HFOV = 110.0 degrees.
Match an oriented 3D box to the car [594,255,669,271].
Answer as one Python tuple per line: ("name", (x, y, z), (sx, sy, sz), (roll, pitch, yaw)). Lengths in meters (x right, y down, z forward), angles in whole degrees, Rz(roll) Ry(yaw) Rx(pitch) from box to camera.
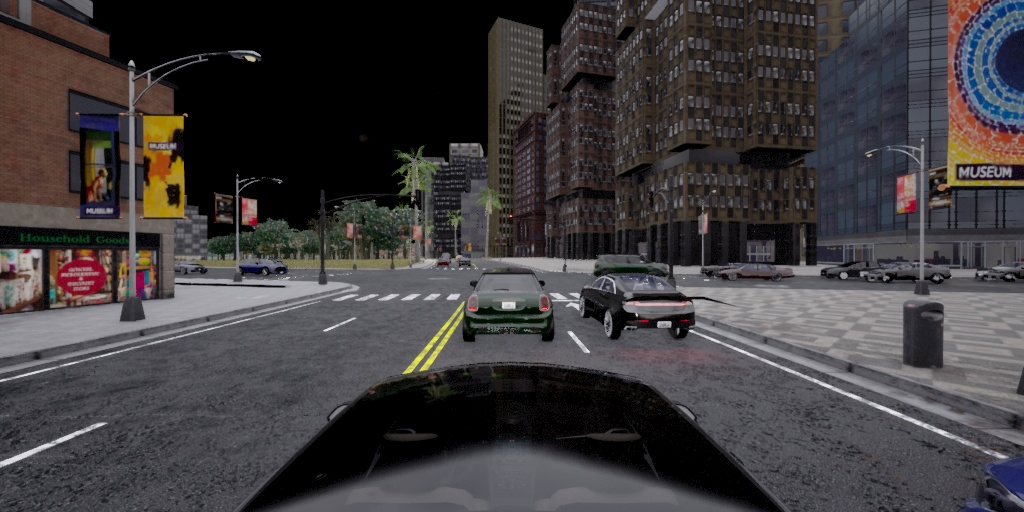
("car", (9.006, 0.917, 27.260), (5.566, 2.045, 2.150), (0, 1, 21))

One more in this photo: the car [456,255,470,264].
("car", (-7.371, 0.954, 55.479), (2.033, 1.411, 5.357), (0, 1, -12))

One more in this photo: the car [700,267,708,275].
("car", (19.316, 1.277, 31.564), (4.718, 1.301, 1.895), (0, 0, 11))

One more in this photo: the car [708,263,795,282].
("car", (18.942, 1.237, 28.312), (5.357, 1.411, 2.033), (0, 0, 13))

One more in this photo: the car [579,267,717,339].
("car", (3.176, 1.240, 10.032), (2.128, 1.511, 4.902), (0, 0, -1))

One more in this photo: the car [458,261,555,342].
("car", (-0.118, 1.101, 9.983), (2.097, 1.767, 4.553), (0, 0, -1))

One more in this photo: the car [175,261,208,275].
("car", (-33.952, 1.181, 37.192), (4.181, 1.385, 1.994), (0, 0, 13))

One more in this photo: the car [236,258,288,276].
("car", (-24.274, 0.991, 34.897), (4.553, 1.767, 2.097), (0, 0, 13))

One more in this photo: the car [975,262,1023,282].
("car", (38.483, 1.182, 27.017), (4.902, 1.511, 2.128), (0, 0, 13))

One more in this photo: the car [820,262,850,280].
("car", (28.379, 1.186, 29.416), (4.892, 1.490, 1.837), (0, 0, 13))

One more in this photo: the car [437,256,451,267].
("car", (-10.544, 1.011, 54.890), (1.895, 1.301, 4.718), (0, 1, -11))

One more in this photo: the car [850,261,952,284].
("car", (28.419, 1.186, 26.068), (4.902, 1.511, 2.128), (0, 0, 13))
